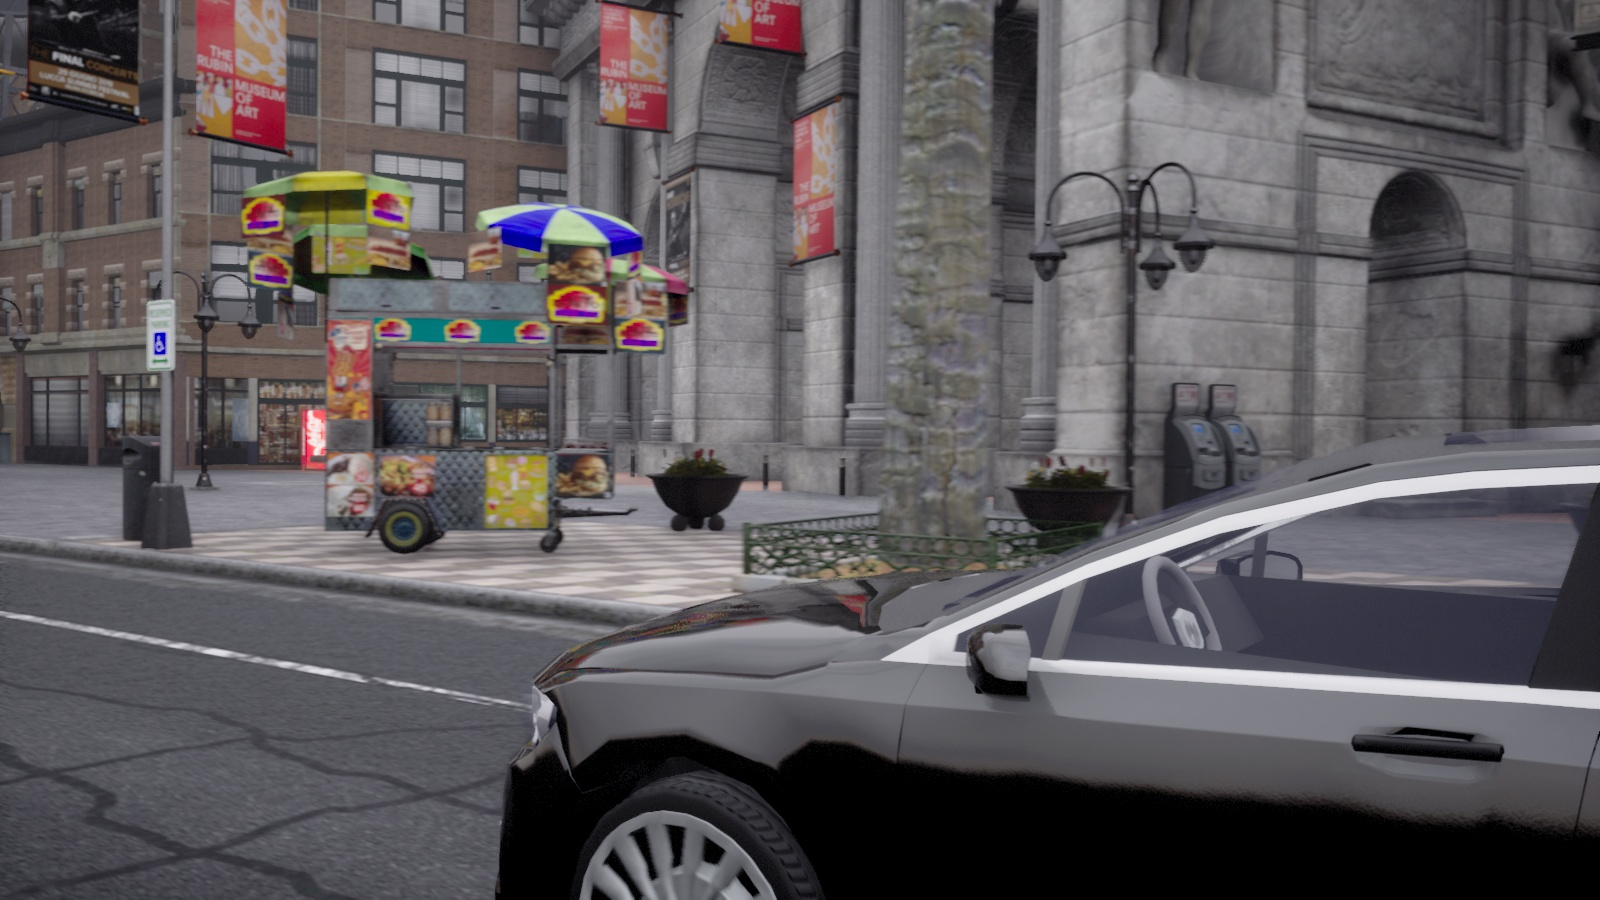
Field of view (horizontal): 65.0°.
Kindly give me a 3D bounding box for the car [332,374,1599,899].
[{"bbox_3d":[1.484,0.638,2.639,4.902,1.511,2.128,0,1,34],"label":"car"}]
